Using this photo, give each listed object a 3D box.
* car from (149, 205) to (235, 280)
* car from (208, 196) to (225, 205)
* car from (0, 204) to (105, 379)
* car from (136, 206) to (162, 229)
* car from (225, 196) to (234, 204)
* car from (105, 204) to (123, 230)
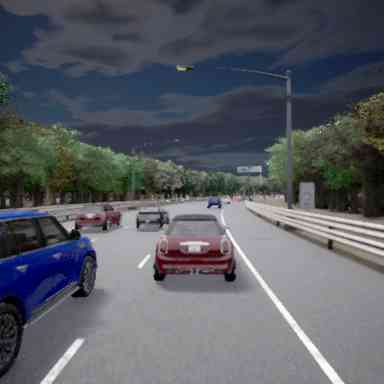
[{"bbox_3d":[0.111,1.453,10.413,2.097,1.767,4.553,0,-1,1],"label":"car"},{"bbox_3d":[4.078,1.756,58.412,2.150,2.045,5.566,0,-1,8],"label":"car"},{"bbox_3d":[-3.360,1.291,5.650,2.150,2.045,5.566,0,-1,1],"label":"car"},{"bbox_3d":[-2.744,1.731,23.921,2.128,1.511,4.902,0,-1,3],"label":"car"},{"bbox_3d":[8.483,1.950,83.466,2.150,2.045,5.566,0,0,12],"label":"car"},{"bbox_3d":[-6.297,1.596,22.985,2.097,1.767,4.553,0,-1,3],"label":"car"}]
